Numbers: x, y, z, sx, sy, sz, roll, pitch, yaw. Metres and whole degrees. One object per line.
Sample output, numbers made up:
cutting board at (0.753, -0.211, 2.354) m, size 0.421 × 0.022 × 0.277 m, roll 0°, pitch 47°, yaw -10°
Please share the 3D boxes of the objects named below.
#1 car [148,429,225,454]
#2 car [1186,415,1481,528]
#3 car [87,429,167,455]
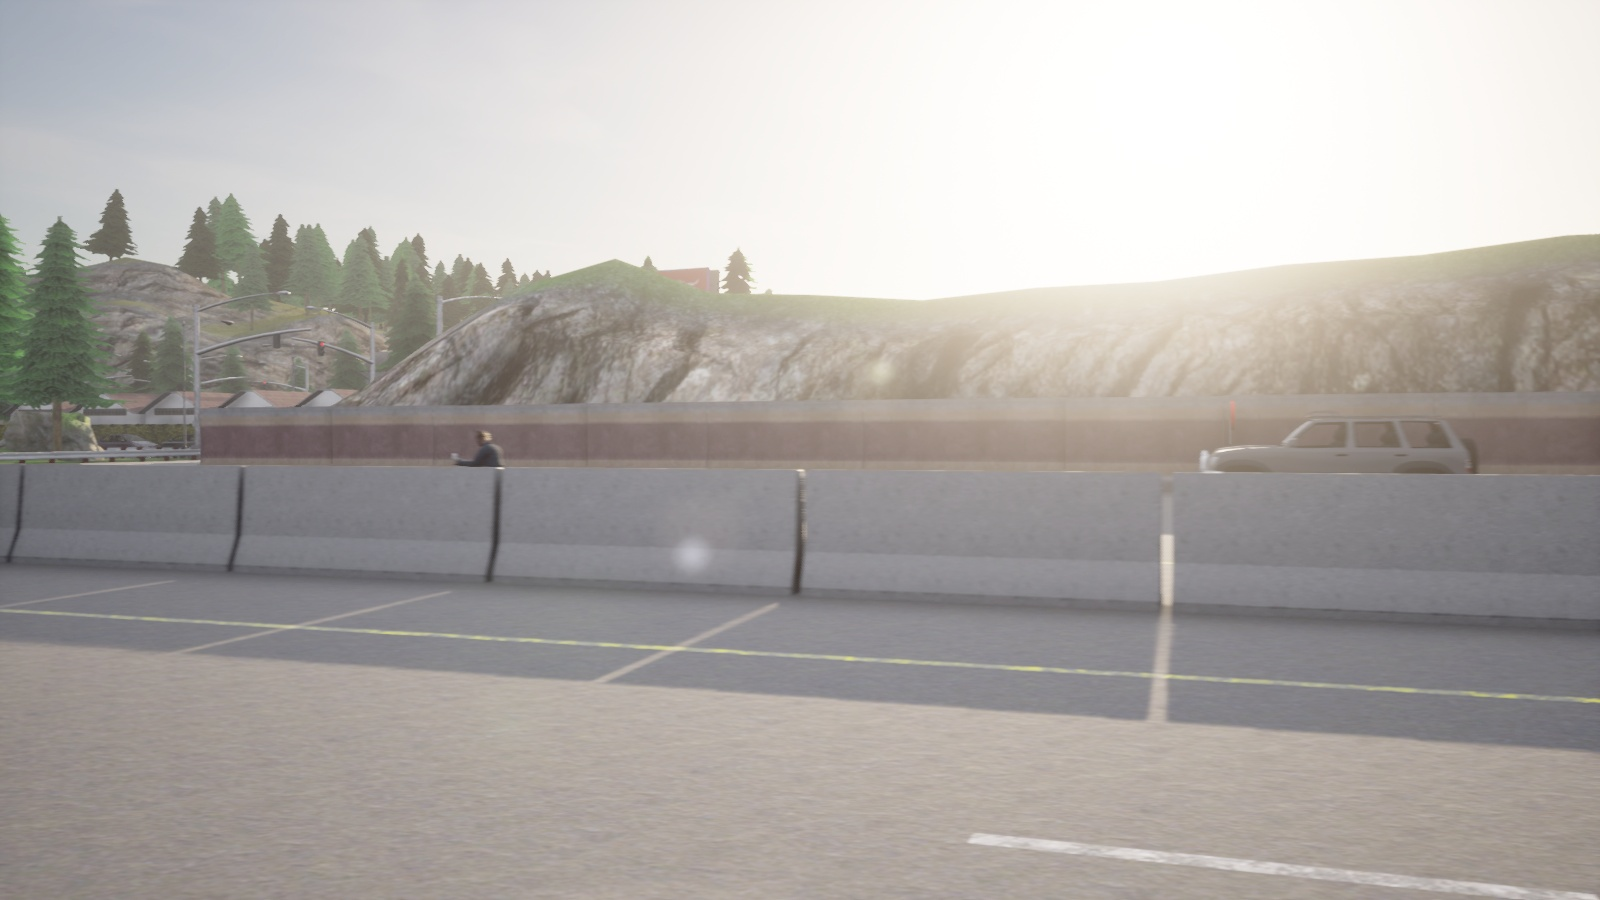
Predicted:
car at (-37.760, -0.543, 77.280) m, size 4.193 × 1.474 × 1.816 m, roll 1°, pitch 1°, yaw 19°
car at (9.269, 0.322, 22.226) m, size 4.605 × 1.855 × 1.932 m, roll 1°, pitch 1°, yaw 19°
car at (-39.795, -0.502, 74.273) m, size 4.193 × 1.474 × 1.816 m, roll 1°, pitch 1°, yaw 19°
